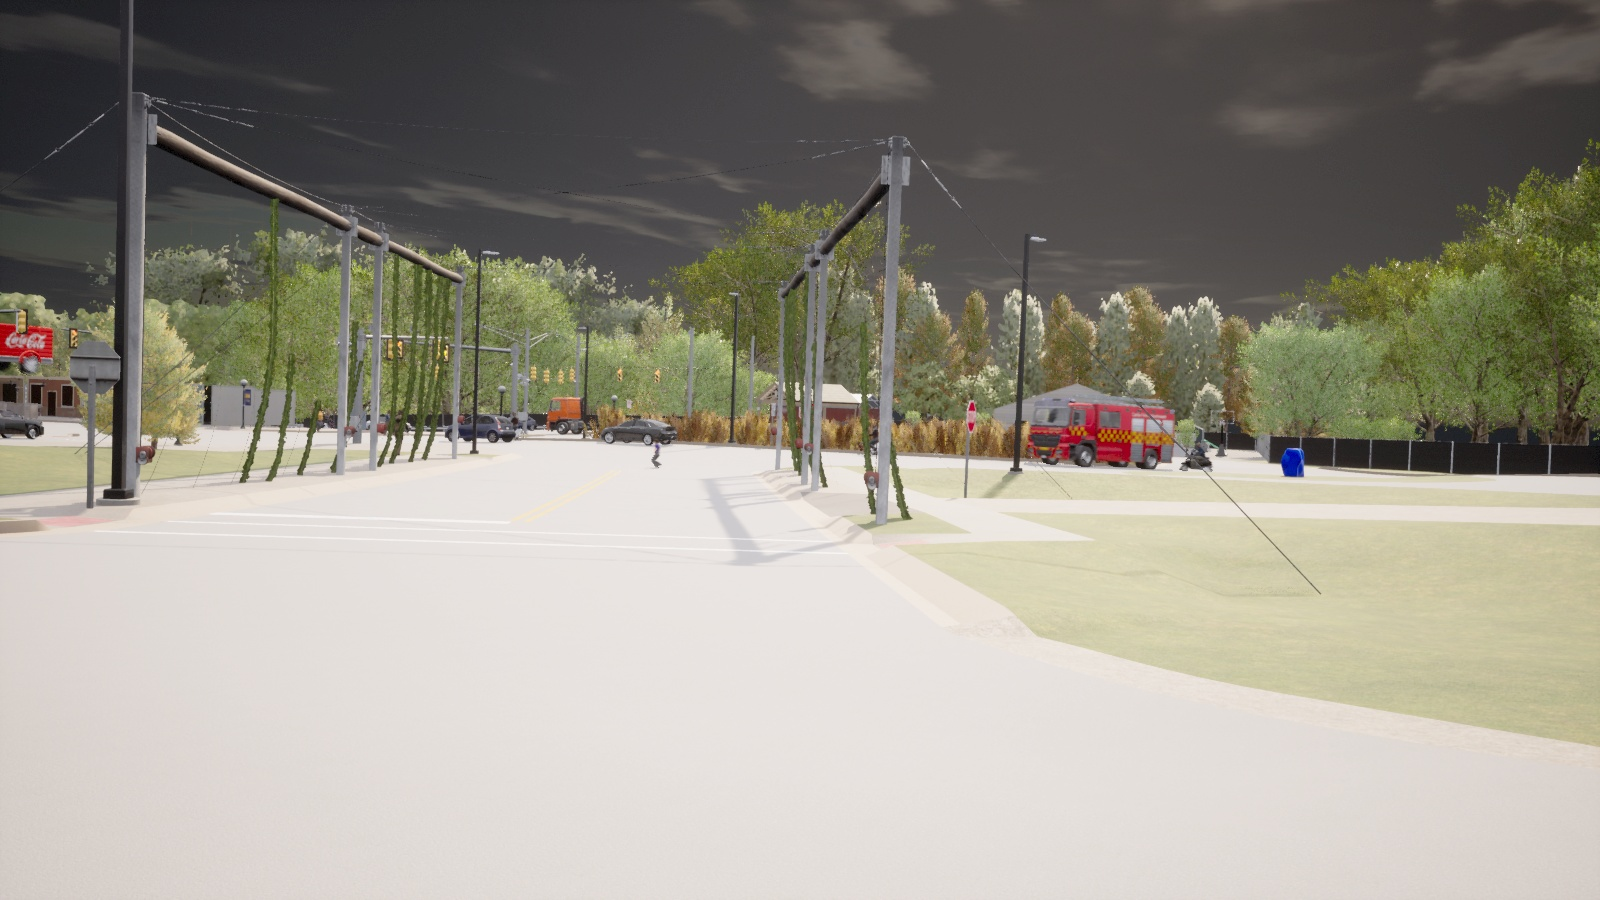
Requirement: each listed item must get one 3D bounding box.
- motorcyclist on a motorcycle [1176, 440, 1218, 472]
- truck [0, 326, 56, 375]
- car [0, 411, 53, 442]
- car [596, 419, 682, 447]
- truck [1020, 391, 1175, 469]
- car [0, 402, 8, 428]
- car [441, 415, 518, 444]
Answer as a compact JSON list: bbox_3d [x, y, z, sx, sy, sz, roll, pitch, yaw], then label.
[{"bbox_3d":[20.735,0.320,65.621,1.817,1.590,0.866,2,3,-5],"label":"motorcyclist on a motorcycle"},{"bbox_3d":[-43.556,-5.457,67.793,2.627,2.467,5.204,5,3,21],"label":"truck"},{"bbox_3d":[-39.781,-1.178,61.959,2.128,1.511,4.902,2,1,16],"label":"car"},{"bbox_3d":[-9.368,-1.017,72.964,4.892,1.490,1.837,2,3,31],"label":"car"},{"bbox_3d":[16.051,-1.039,67.525,8.468,3.827,2.891,2,1,-33],"label":"truck"},{"bbox_3d":[-53.716,-2.291,80.732,5.027,1.651,2.152,2,2,21],"label":"car"},{"bbox_3d":[-18.545,-1.213,72.722,3.988,1.617,1.851,1,2,20],"label":"car"}]
